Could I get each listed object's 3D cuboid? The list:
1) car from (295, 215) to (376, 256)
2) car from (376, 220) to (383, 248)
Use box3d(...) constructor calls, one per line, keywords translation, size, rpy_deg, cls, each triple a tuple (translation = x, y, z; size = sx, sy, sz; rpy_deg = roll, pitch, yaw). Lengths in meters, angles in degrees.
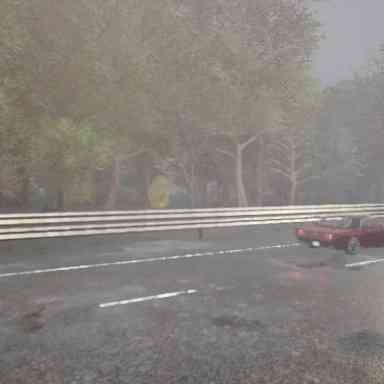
box3d(translation=(6.343, 1.551, 12.910), size=(4.718, 1.301, 1.895), rpy_deg=(0, 0, -29), cls="car")
box3d(translation=(8.039, 1.470, 9.848), size=(4.902, 1.511, 2.128), rpy_deg=(0, 0, -29), cls="car")
